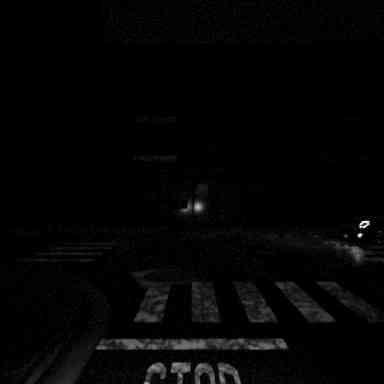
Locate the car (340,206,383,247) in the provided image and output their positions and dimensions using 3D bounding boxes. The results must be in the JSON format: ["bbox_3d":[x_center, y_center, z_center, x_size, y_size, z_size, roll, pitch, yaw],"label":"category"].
[{"bbox_3d":[8.847,1.306,14.254,4.553,1.767,2.097,0,0,0],"label":"car"}]
